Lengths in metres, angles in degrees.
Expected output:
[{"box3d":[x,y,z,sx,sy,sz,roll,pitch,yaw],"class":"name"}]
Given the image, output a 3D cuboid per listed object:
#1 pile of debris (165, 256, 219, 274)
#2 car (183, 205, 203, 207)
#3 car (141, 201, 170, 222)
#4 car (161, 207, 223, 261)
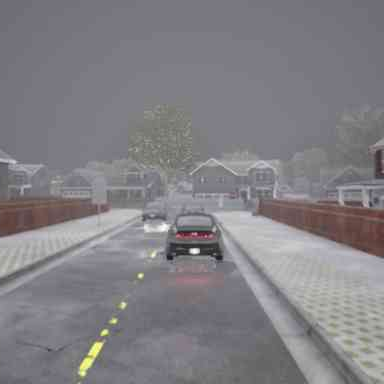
[{"box3d":[-0.003,2.180,10.063,1.500,0.140,1.860,0,0,0],"class":"pile of debris"},{"box3d":[0.084,1.613,25.581,1.895,1.301,4.718,0,0,0],"class":"car"},{"box3d":[-2.803,1.519,26.258,1.837,1.490,4.892,0,-1,1],"class":"car"},{"box3d":[0.086,1.508,12.219,1.837,1.490,4.892,0,0,0],"class":"car"}]
